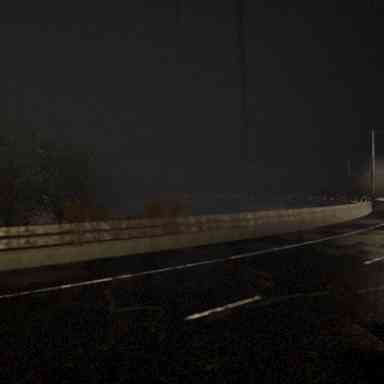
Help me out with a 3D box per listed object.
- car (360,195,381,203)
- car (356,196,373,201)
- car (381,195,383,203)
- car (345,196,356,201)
[{"bbox_3d":[38.883,1.788,72.813,1.994,1.385,4.181,0,0,10],"label":"car"},{"bbox_3d":[43.922,1.705,84.688,1.895,1.301,4.718,0,0,2],"label":"car"},{"bbox_3d":[42.774,1.824,74.797,1.895,1.301,4.718,0,0,7],"label":"car"},{"bbox_3d":[40.412,1.816,84.675,1.812,1.442,4.674,0,0,2],"label":"car"}]
